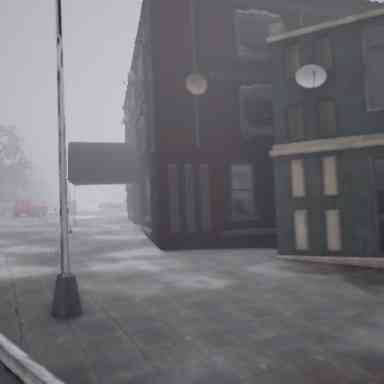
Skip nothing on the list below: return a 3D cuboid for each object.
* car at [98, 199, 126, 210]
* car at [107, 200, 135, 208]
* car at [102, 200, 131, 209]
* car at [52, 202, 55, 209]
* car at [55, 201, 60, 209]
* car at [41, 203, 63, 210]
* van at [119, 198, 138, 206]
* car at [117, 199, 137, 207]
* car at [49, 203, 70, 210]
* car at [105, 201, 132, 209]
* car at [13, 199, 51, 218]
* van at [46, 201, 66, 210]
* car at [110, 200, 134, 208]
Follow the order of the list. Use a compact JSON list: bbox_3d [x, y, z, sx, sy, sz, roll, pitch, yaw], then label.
[{"bbox_3d":[-13.524,2.224,56.528,4.892,1.521,2.231,-1,-2,-26],"label":"car"},{"bbox_3d":[-14.564,2.491,68.280,5.366,1.575,1.946,-1,-2,-26],"label":"car"},{"bbox_3d":[-14.117,2.361,62.359,4.892,1.521,2.231,-1,-1,-26],"label":"car"},{"bbox_3d":[-33.058,3.341,72.147,4.792,1.488,2.163,-3,-1,-26],"label":"car"},{"bbox_3d":[-33.621,3.322,78.035,4.553,1.767,2.185,-3,-1,-26],"label":"car"},{"bbox_3d":[-33.968,3.549,80.933,4.792,1.488,2.163,-3,-1,-26],"label":"car"},{"bbox_3d":[-16.949,2.757,88.567,4.442,1.987,1.878,-1,-1,-26],"label":"van"},{"bbox_3d":[-16.211,2.714,82.795,4.553,1.767,2.185,-1,-1,-26],"label":"car"},{"bbox_3d":[-34.541,3.660,86.803,4.892,1.521,2.231,-3,-1,-26],"label":"car"},{"bbox_3d":[-14.422,2.468,65.275,4.674,1.452,2.002,-1,-1,-26],"label":"car"},{"bbox_3d":[-18.870,1.819,38.962,2.150,2.045,5.566,-2,0,-5],"label":"car"},{"bbox_3d":[-34.358,3.368,83.823,4.442,1.987,1.878,-3,-1,-26],"label":"van"},{"bbox_3d":[-15.026,2.605,71.111,4.674,1.452,2.002,-1,-1,-26],"label":"car"}]
